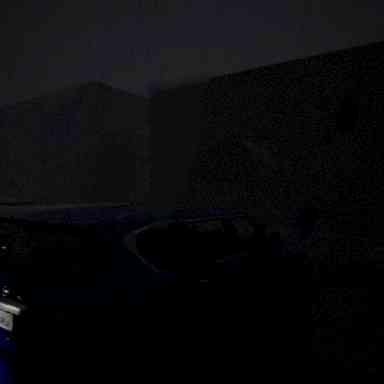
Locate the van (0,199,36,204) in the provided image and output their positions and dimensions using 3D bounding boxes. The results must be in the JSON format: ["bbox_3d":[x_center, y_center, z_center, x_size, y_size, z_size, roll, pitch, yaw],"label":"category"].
[{"bbox_3d":[-2.463,1.221,6.612,1.878,1.987,4.442,0,0,36],"label":"van"}]

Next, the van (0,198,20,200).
[{"bbox_3d":[-6.964,1.185,9.827,1.878,1.987,4.442,1,0,36],"label":"van"}]

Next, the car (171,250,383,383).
[{"bbox_3d":[2.199,1.480,3.418,2.097,1.535,5.008,0,0,36],"label":"car"}]

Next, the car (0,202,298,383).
[{"bbox_3d":[-0.080,1.212,5.087,2.435,2.045,5.566,0,0,36],"label":"car"}]
